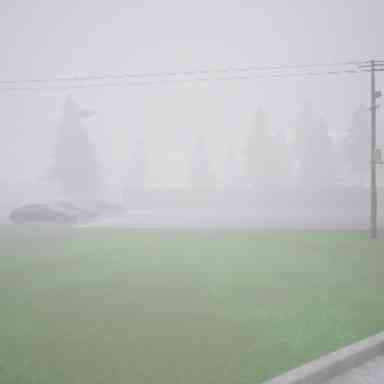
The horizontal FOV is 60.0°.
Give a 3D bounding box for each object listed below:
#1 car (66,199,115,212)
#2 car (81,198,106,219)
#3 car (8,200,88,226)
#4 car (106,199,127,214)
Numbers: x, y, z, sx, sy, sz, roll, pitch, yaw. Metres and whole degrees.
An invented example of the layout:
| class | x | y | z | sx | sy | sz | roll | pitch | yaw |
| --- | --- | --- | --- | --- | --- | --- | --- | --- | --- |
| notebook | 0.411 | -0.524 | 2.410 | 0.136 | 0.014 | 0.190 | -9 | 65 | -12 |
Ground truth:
| class | x | y | z | sx | sy | sz | roll | pitch | yaw |
| --- | --- | --- | --- | --- | --- | --- | --- | --- | --- |
| car | -11.068 | 1.428 | 36.360 | 4.718 | 1.301 | 1.895 | 0 | 0 | 5 |
| car | -9.438 | 1.412 | 25.673 | 4.674 | 1.442 | 1.812 | 0 | 0 | 5 |
| car | -9.765 | 1.435 | 22.188 | 4.674 | 1.442 | 1.812 | 0 | 0 | 5 |
| car | -8.783 | 1.365 | 32.642 | 4.674 | 1.442 | 1.812 | 0 | 0 | 5 |
